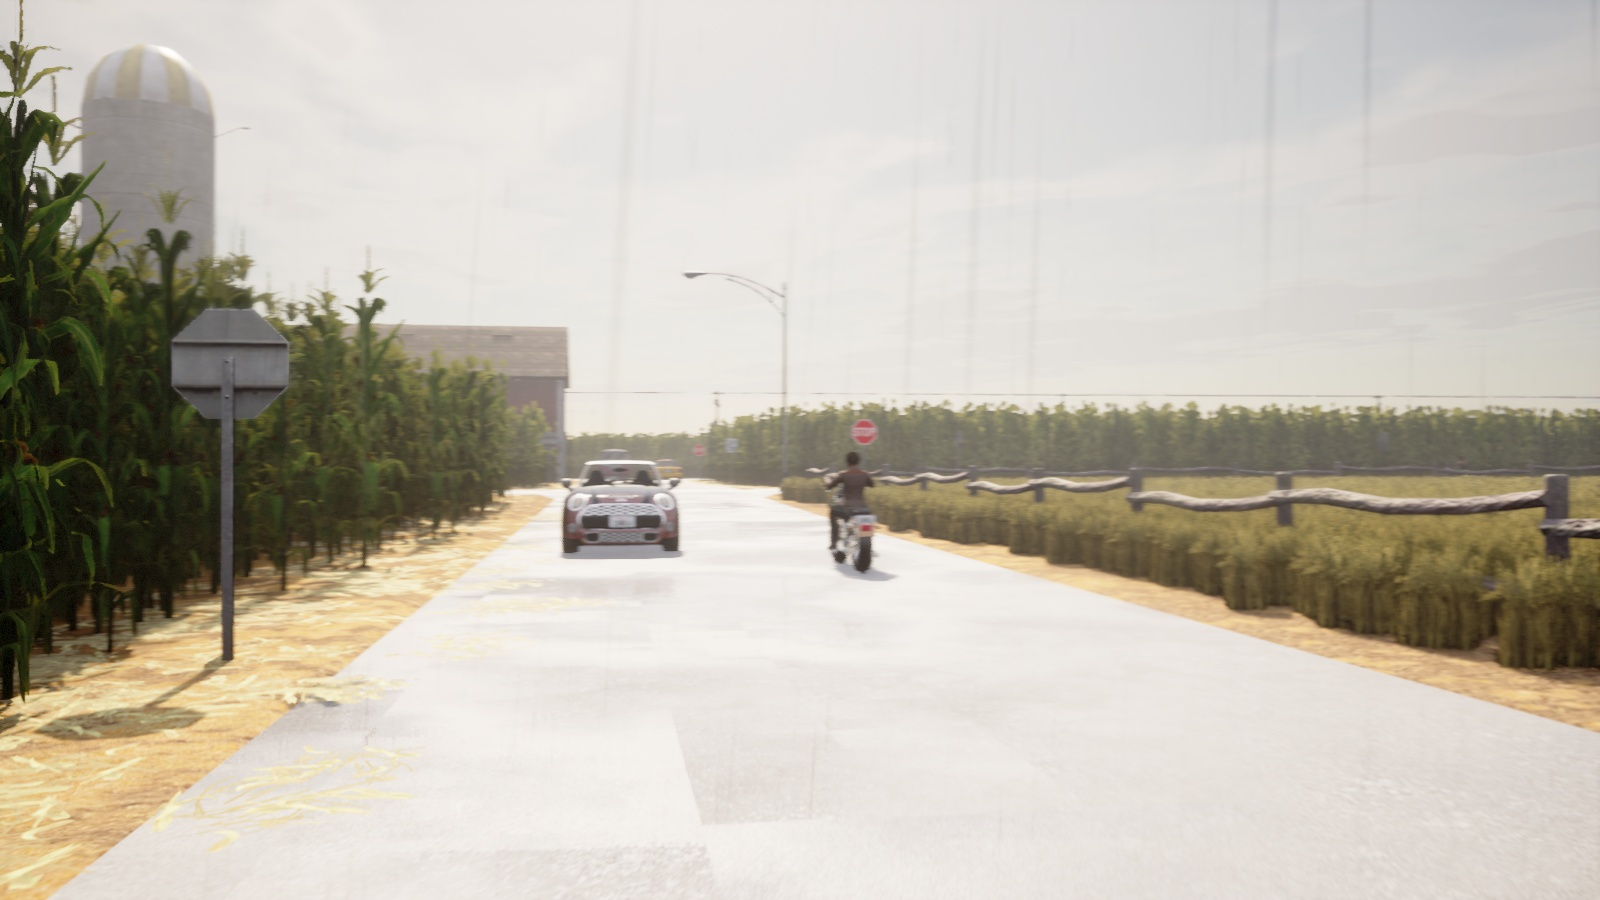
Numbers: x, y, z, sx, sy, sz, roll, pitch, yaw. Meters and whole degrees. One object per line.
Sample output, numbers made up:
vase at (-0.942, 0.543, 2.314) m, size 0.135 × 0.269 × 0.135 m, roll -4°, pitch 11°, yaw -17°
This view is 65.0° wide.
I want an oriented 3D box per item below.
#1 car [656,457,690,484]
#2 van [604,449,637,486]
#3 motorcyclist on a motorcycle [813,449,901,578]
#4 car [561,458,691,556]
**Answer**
car at (-7.699, 1.254, 75.672) m, size 1.801 × 1.575 × 5.366 m, roll 0°, pitch -1°, yaw -8°
van at (-10.219, 1.014, 71.434) m, size 1.775 × 1.987 × 4.442 m, roll 0°, pitch -1°, yaw -8°
motorcyclist on a motorcycle at (0.746, 0.824, 17.321) m, size 0.766 × 1.649 × 2.350 m, roll 0°, pitch -1°, yaw -8°
car at (-2.944, 0.886, 21.176) m, size 1.970 × 1.475 × 3.806 m, roll 0°, pitch 0°, yaw -8°
